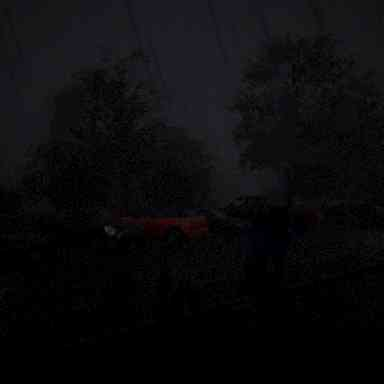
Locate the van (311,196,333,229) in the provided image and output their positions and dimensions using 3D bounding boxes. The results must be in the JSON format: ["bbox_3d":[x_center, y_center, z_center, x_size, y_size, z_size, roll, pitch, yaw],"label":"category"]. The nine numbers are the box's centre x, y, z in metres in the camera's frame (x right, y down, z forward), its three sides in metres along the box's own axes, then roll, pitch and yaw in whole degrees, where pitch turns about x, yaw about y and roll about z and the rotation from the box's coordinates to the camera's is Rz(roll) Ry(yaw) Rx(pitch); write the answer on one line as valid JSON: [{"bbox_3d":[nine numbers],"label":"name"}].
[{"bbox_3d":[5.843,1.253,20.151,4.442,1.987,1.878,-1,-1,34],"label":"van"}]

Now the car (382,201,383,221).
[{"bbox_3d":[13.149,1.463,25.328,5.366,1.575,1.946,-1,-1,34],"label":"car"}]

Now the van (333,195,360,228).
[{"bbox_3d":[8.258,1.249,21.892,4.442,1.987,1.878,-1,-1,34],"label":"van"}]

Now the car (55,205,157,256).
[{"bbox_3d":[-3.944,1.372,13.282,4.553,1.767,2.185,-1,-1,34],"label":"car"}]

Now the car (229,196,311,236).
[{"bbox_3d":[3.304,1.234,18.491,5.566,2.045,2.435,-1,0,34],"label":"car"}]

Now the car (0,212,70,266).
[{"bbox_3d":[-6.647,1.531,11.271,4.792,1.488,2.163,-1,-1,34],"label":"car"}]

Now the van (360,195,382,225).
[{"bbox_3d":[10.675,1.245,23.633,4.442,1.987,1.878,-1,-1,34],"label":"van"}]

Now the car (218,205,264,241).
[{"bbox_3d":[0.916,1.529,16.739,4.674,1.452,2.002,-1,-1,34],"label":"car"}]

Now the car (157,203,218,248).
[{"bbox_3d":[-1.479,1.367,14.978,4.553,1.767,2.185,-1,0,34],"label":"car"}]
